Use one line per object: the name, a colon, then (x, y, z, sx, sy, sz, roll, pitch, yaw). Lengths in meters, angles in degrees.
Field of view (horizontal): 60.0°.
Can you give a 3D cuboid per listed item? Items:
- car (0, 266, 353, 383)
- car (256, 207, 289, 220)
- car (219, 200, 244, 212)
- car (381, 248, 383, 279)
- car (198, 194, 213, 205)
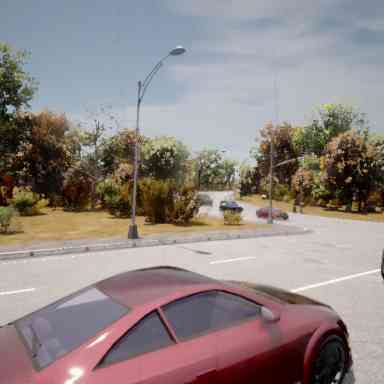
car: (-0.074, 1.571, 3.692, 4.181, 1.385, 1.994, 0, 0, -36)
car: (9.031, 2.356, 37.634, 1.994, 1.385, 4.181, 3, -1, -22)
car: (5.515, 2.249, 46.913, 1.895, 1.301, 4.718, 3, 0, -18)
car: (7.017, 1.488, 8.798, 4.553, 1.767, 2.097, 2, -1, -35)
car: (2.181, 1.444, 59.459, 2.150, 2.045, 5.566, 2, 2, -12)
